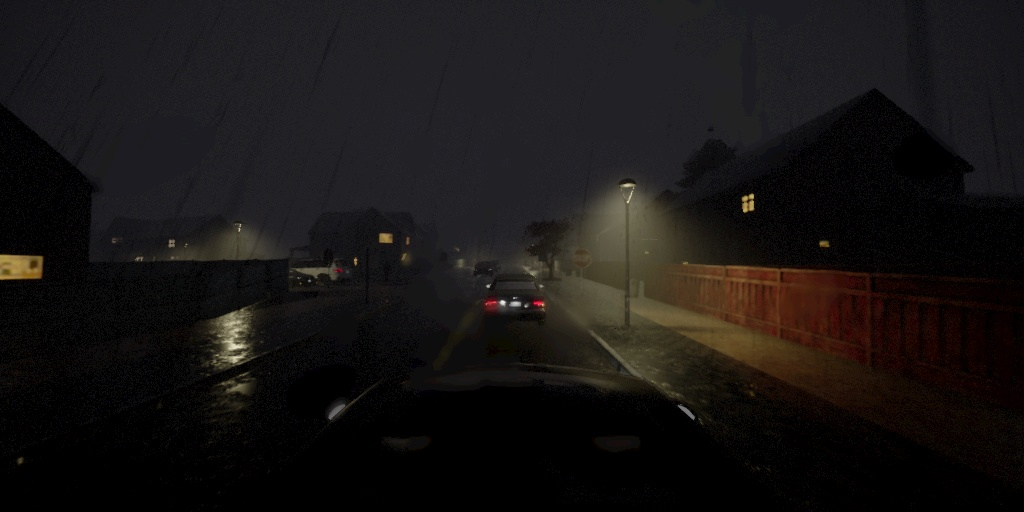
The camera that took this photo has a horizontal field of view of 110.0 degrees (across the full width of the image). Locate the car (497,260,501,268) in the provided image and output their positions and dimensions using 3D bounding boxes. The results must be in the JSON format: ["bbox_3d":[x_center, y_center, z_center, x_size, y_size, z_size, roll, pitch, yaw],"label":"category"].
[{"bbox_3d":[-2.850,1.391,47.497,1.994,1.385,4.181,0,0,0],"label":"car"}]

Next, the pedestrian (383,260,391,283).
[{"bbox_3d":[-9.919,1.201,28.454,0.375,1.860,0.375,0,-2,5],"label":"pedestrian"}]

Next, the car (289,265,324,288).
[{"bbox_3d":[-14.920,1.452,23.205,4.181,1.385,1.994,-1,-3,8],"label":"car"}]

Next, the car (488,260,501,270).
[{"bbox_3d":[-2.806,1.377,58.391,1.837,1.490,4.892,0,0,1],"label":"car"}]

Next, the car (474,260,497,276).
[{"bbox_3d":[-2.856,1.274,37.292,1.882,1.535,5.008,0,0,0],"label":"car"}]

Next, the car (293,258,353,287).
[{"bbox_3d":[-14.587,1.236,26.198,5.566,2.045,2.150,-1,-3,5],"label":"car"}]

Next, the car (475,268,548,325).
[{"bbox_3d":[0.096,1.300,11.848,2.033,1.411,5.357,0,0,0],"label":"car"}]
